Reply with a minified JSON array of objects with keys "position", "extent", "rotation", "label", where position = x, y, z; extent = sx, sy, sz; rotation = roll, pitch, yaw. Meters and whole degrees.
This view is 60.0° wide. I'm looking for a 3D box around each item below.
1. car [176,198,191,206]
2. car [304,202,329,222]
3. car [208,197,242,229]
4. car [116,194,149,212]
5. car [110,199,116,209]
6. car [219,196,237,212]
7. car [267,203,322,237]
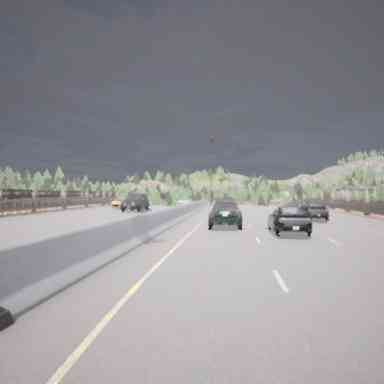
[{"position":[-1.258,1.607,52.723],"extent":[1.812,1.442,4.674],"rotation":[0,-1,7],"label":"car"},{"position":[9.952,1.578,27.729],"extent":[2.128,1.511,4.902],"rotation":[0,0,7],"label":"car"},{"position":[2.242,1.395,22.145],"extent":[2.097,1.767,4.553],"rotation":[0,0,7],"label":"car"},{"position":[-6.520,1.248,38.677],"extent":[2.150,2.045,5.566],"rotation":[0,0,7],"label":"car"},{"position":[-9.344,1.497,44.431],"extent":[1.882,1.535,5.008],"rotation":[0,0,7],"label":"car"},{"position":[4.479,1.432,40.848],"extent":[2.097,1.767,4.553],"rotation":[0,0,7],"label":"car"},{"position":[5.338,1.543,18.556],"extent":[2.128,1.511,4.902],"rotation":[0,0,7],"label":"car"}]
